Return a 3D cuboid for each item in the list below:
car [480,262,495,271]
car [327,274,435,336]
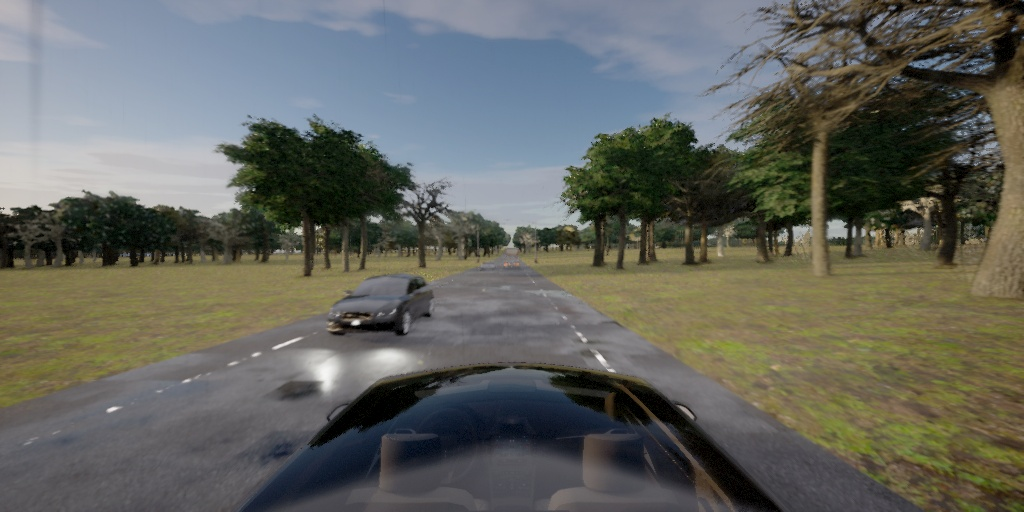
[{"bbox_3d":[-3.501,1.489,52.364,1.895,1.301,4.718,0,0,1],"label":"car"},{"bbox_3d":[-3.590,1.308,10.678,1.837,1.490,4.892,0,-1,0],"label":"car"}]
